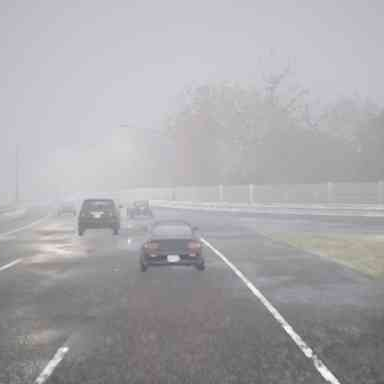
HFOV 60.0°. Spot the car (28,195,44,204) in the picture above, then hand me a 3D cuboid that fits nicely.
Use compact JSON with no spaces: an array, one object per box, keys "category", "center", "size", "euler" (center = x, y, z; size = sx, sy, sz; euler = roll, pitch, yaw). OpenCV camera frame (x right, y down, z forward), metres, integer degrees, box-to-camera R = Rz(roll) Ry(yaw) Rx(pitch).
[{"category":"car","center":[-38.045,1.955,79.449],"size":[4.902,1.511,2.128],"euler":[-1,0,41]}]

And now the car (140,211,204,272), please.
[{"category":"car","center":[-0.690,1.591,11.020],"size":[1.812,1.442,4.674],"euler":[0,0,-5]}]

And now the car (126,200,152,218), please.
[{"category":"car","center":[-5.238,1.559,32.741],"size":[2.097,1.767,4.553],"euler":[0,0,-17]}]

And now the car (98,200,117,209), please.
[{"category":"car","center":[-13.431,1.956,52.740],"size":[1.895,1.301,4.718],"euler":[0,0,-29]}]

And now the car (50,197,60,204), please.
[{"category":"car","center":[-33.280,2.103,81.234],"size":[1.837,1.490,4.892],"euler":[0,0,-35]}]

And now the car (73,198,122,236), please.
[{"category":"car","center":[-5.395,1.357,19.802],"size":[2.150,2.045,5.566],"euler":[0,0,-11]}]

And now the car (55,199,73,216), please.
[{"category":"car","center":[-13.854,1.816,36.890],"size":[2.033,1.411,5.357],"euler":[0,0,-21]}]

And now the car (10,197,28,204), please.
[{"category":"car","center":[-40.461,1.904,76.917],"size":[5.008,1.535,1.882],"euler":[-1,0,41]}]

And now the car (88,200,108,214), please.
[{"category":"car","center":[-11.309,1.751,39.870],"size":[1.882,1.535,5.008],"euler":[0,0,-21]}]
